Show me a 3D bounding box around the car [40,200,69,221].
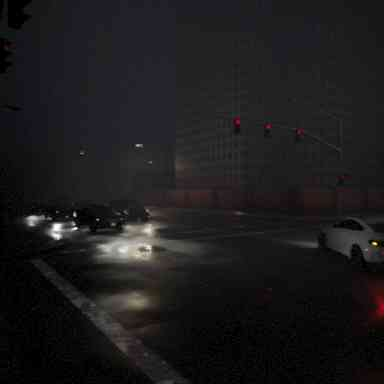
[{"bbox_3d":[-10.913,1.600,27.568,1.895,1.301,4.718,0,0,-35],"label":"car"}]

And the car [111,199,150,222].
[{"bbox_3d":[-4.979,1.343,25.162,2.097,1.767,4.553,0,0,-35],"label":"car"}]

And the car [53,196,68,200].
[{"bbox_3d":[-16.147,1.350,41.301,2.097,1.767,4.553,0,0,-34],"label":"car"}]

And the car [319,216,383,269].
[{"bbox_3d":[5.757,1.509,10.908,1.812,1.442,4.674,1,0,3],"label":"car"}]

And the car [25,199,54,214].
[{"bbox_3d":[-16.705,1.603,35.933,1.895,1.301,4.718,0,0,-35],"label":"car"}]

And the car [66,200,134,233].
[{"bbox_3d":[-5.635,1.487,19.973,2.128,1.511,4.902,0,0,-35],"label":"car"}]

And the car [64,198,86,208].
[{"bbox_3d":[-17.464,1.595,49.586,1.895,1.301,4.718,0,0,-35],"label":"car"}]

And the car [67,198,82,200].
[{"bbox_3d":[-10.383,1.542,32.942,2.033,1.411,5.357,0,0,-35],"label":"car"}]
